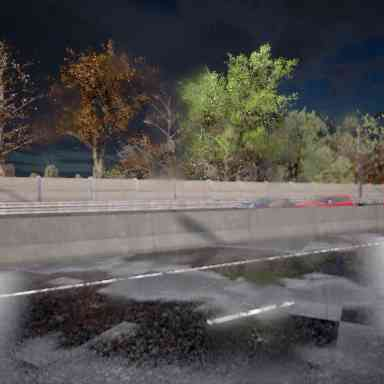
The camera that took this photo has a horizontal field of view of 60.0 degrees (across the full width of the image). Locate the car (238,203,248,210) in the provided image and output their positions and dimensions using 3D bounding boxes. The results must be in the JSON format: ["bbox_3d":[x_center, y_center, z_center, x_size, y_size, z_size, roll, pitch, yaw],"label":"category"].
[{"bbox_3d":[6.648,1.326,31.996,4.553,1.767,2.097,0,0,-31],"label":"car"}]

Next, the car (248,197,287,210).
[{"bbox_3d":[7.602,1.453,28.493,5.008,1.535,1.882,0,0,-31],"label":"car"}]

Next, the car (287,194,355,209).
[{"bbox_3d":[10.408,1.198,26.089,5.566,2.045,2.150,0,0,-31],"label":"car"}]
